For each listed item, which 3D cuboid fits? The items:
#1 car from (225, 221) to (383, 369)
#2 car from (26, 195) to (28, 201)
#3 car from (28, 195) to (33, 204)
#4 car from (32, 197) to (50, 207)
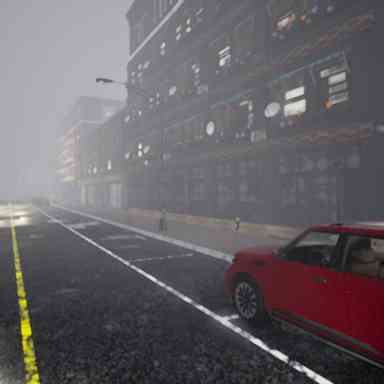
[{"bbox_3d":[2.505,1.305,4.661,2.192,1.841,5.009,0,0,-29],"label":"car"},{"bbox_3d":[-38.365,1.430,78.671,2.008,1.369,4.403,0,0,-29],"label":"car"},{"bbox_3d":[-27.467,1.456,58.936,1.887,1.381,4.507,0,0,-29],"label":"car"},{"bbox_3d":[-22.100,1.452,49.217,1.752,1.417,4.829,0,0,-29],"label":"car"}]
